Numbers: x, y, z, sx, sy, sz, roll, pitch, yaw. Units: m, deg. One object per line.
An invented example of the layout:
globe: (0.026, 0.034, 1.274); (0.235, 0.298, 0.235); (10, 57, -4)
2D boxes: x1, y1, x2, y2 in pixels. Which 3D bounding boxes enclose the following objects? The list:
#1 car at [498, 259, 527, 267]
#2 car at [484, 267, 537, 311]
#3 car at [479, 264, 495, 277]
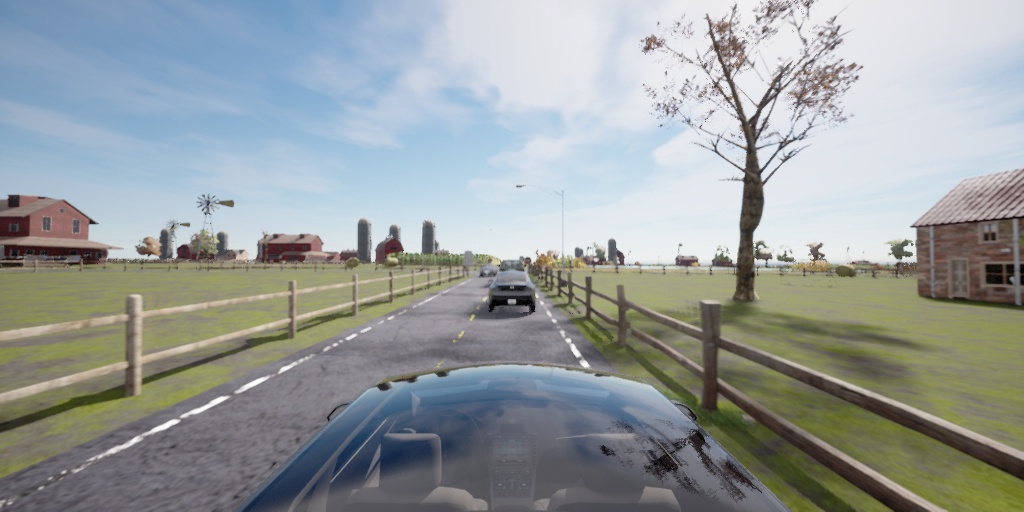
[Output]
car: (0.007, 1.281, 29.437); (2.150, 2.045, 5.566); (0, 0, 0)
car: (0.016, 1.404, 15.357); (1.837, 1.490, 4.892); (0, 0, 0)
car: (-2.771, 1.701, 42.412); (2.128, 1.511, 4.902); (0, -1, 0)
